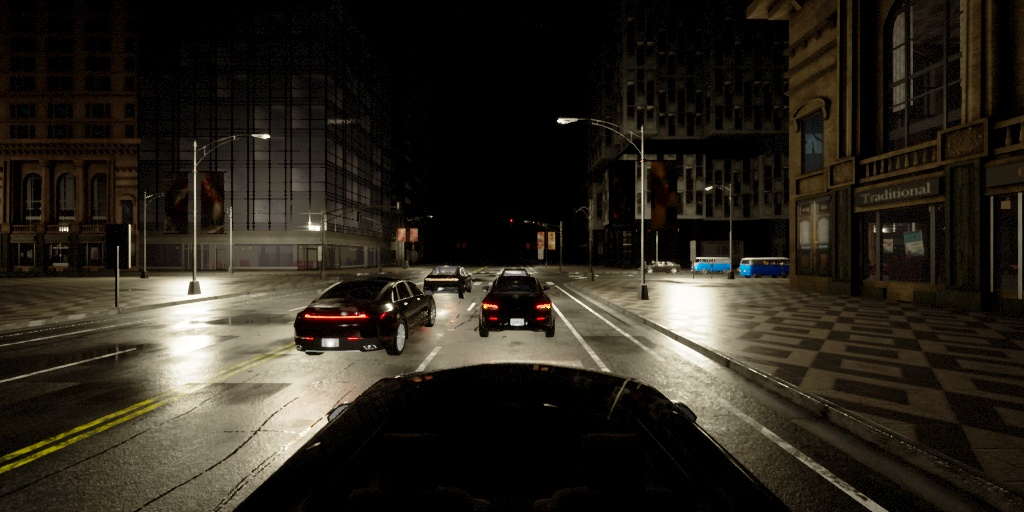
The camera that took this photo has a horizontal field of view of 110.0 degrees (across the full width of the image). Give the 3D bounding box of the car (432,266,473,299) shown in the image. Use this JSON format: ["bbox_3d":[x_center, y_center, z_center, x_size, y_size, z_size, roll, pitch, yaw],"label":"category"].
[{"bbox_3d":[-3.106,1.241,18.034,2.128,1.511,4.902,0,0,0],"label":"car"}]

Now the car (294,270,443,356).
[{"bbox_3d":[-3.133,1.255,8.620,1.837,1.490,4.892,0,0,0],"label":"car"}]

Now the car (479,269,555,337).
[{"bbox_3d":[0.123,1.276,10.115,1.812,1.442,4.674,0,0,0],"label":"car"}]

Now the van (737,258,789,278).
[{"bbox_3d":[21.541,1.032,30.303,3.998,1.789,1.690,0,0,0],"label":"van"}]

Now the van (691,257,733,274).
[{"bbox_3d":[21.600,1.042,38.827,3.998,1.789,1.690,0,0,0],"label":"van"}]

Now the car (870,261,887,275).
[{"bbox_3d":[32.778,1.252,30.223,4.207,1.307,1.802,0,0,0],"label":"car"}]

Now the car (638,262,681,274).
[{"bbox_3d":[15.981,1.263,38.867,4.403,1.370,2.007,0,0,0],"label":"car"}]
